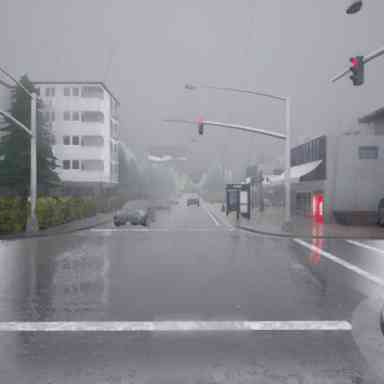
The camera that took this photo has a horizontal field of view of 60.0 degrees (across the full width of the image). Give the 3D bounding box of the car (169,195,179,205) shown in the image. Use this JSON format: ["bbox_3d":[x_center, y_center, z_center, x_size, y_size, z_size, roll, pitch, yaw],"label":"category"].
[{"bbox_3d":[-3.370,1.377,57.654,2.097,1.767,4.553,0,0,0],"label":"car"}]

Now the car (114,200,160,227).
[{"bbox_3d":[-3.766,1.351,22.626,2.097,1.767,4.553,0,0,4],"label":"car"}]

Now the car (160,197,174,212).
[{"bbox_3d":[-3.510,1.561,38.627,1.994,1.385,4.181,0,0,0],"label":"car"}]

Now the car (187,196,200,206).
[{"bbox_3d":[0.219,1.501,53.801,1.837,1.490,4.892,0,0,0],"label":"car"}]
